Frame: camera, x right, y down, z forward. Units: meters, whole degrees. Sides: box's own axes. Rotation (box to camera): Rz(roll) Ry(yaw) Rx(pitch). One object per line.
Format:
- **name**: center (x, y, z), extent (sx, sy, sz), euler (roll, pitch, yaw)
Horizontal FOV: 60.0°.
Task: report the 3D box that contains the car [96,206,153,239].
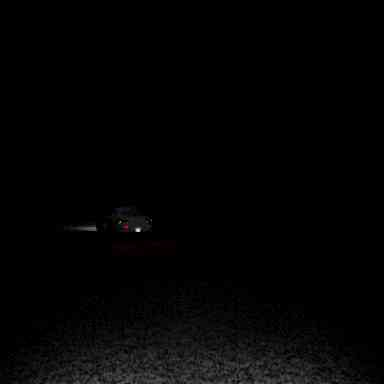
- **car**: center (-3.395, 1.402, 16.533), extent (1.812, 1.442, 4.674), euler (1, 0, -27)
